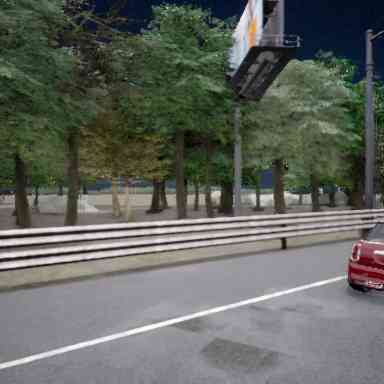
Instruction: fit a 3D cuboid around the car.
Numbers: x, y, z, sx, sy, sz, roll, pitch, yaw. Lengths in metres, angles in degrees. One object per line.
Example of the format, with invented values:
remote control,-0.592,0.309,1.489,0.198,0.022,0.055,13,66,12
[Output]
car,5.646,1.351,7.611,4.553,1.767,2.097,0,0,-34
